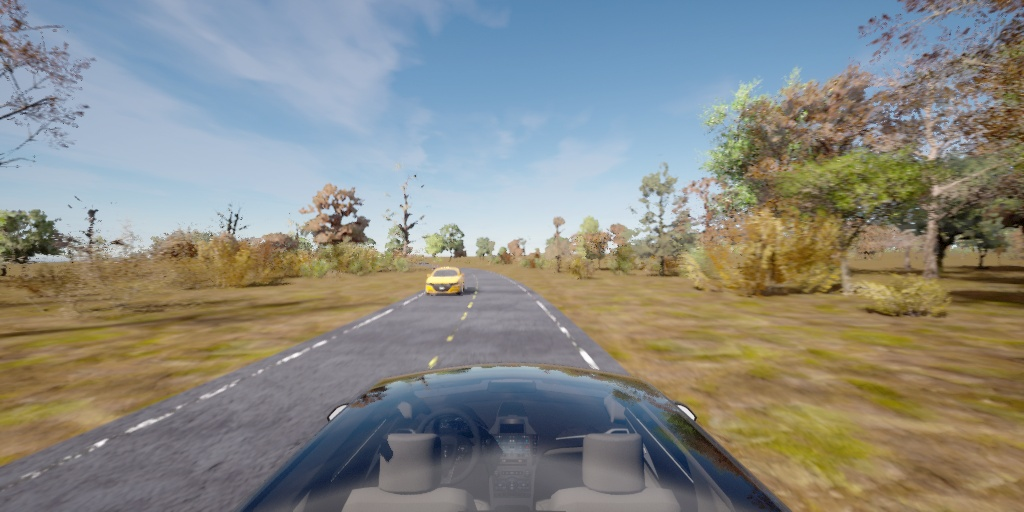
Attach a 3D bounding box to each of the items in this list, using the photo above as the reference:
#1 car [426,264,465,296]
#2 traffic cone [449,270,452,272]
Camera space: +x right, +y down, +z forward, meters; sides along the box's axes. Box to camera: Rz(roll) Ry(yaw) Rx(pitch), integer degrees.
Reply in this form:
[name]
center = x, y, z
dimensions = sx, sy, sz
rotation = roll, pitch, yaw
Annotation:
[car]
center = -3.757, 1.392, 20.825
dimensions = 1.882, 1.535, 5.008
rotation = 0, 0, -4
[traffic cone]
center = -8.951, 2.129, 52.483
dimensions = 0.340, 0.580, 0.340
rotation = 0, 0, -11
